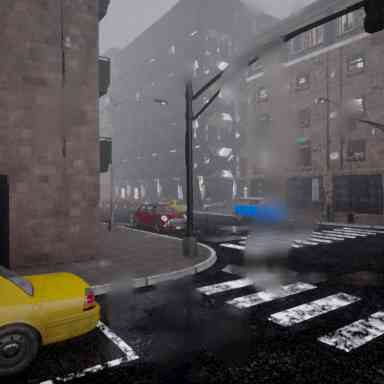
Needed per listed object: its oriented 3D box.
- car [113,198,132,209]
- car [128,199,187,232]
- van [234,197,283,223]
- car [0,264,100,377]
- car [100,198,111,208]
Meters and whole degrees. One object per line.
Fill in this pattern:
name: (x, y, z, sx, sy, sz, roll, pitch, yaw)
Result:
car: (-8.429, 1.463, 43.213, 1.887, 1.381, 4.507, -1, 0, -36)
car: (-1.917, 1.441, 19.979, 1.967, 1.590, 4.097, 0, 0, -36)
van: (4.875, 1.280, 24.887, 1.690, 1.788, 3.998, 0, 0, -36)
car: (-3.624, 1.526, 3.980, 4.829, 1.417, 1.752, 0, 0, -36)
car: (-11.755, 1.463, 47.795, 1.887, 1.381, 4.507, -1, 0, -36)
